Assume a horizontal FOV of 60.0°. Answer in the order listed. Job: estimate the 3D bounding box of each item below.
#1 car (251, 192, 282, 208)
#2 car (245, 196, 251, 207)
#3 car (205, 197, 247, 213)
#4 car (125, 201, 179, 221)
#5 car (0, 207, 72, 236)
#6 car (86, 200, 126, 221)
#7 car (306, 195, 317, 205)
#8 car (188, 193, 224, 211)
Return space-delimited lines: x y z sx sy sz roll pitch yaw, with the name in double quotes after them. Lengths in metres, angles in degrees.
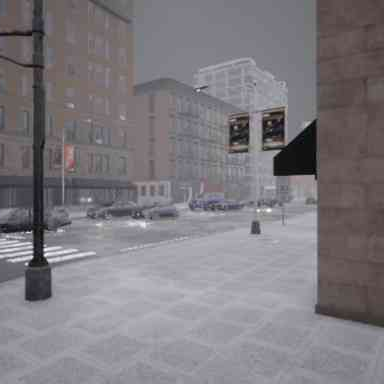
10.617 1.052 45.369 2.150 2.045 5.566 0 0 35 "car"
8.232 1.327 47.616 2.128 1.511 4.902 0 0 35 "car"
3.760 1.480 35.764 1.895 1.301 4.718 0 0 35 "car"
-2.857 1.492 26.416 1.994 1.385 4.181 0 0 36 "car"
-9.086 1.520 17.634 2.033 1.411 5.357 0 0 35 "car"
-6.305 1.448 27.180 1.837 1.490 4.892 0 0 35 "car"
18.982 1.283 51.286 1.837 1.490 4.892 0 0 35 "car"
1.862 1.106 38.695 2.150 2.045 5.566 0 0 36 "car"
